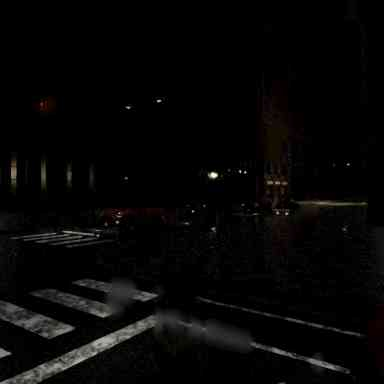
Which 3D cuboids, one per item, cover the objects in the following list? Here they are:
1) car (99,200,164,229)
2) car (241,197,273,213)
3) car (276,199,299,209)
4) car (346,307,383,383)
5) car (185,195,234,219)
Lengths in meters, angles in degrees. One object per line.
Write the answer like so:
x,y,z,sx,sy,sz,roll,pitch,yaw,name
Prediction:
-3.904,1.376,21.953,2.097,1.767,4.553,0,0,35,car
7.395,1.399,37.700,2.097,1.767,4.553,0,0,35,car
13.124,1.624,45.638,1.994,1.385,4.181,0,0,36,car
3.564,1.221,1.149,5.566,2.045,2.150,0,0,36,car
1.697,1.257,29.781,2.150,2.045,5.566,0,0,36,car
